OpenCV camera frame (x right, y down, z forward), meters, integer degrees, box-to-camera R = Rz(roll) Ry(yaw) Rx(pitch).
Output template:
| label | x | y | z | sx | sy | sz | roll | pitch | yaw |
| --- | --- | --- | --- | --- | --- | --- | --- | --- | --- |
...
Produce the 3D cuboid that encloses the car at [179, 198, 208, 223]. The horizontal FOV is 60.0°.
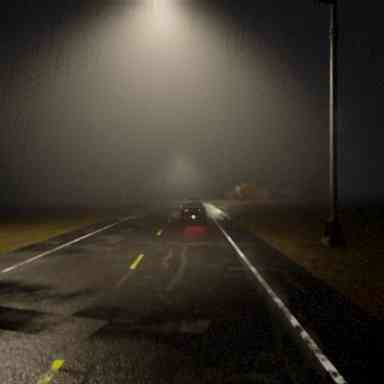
| label | x | y | z | sx | sy | sz | roll | pitch | yaw |
| --- | --- | --- | --- | --- | --- | --- | --- | --- | --- |
| car | 0.100 | 1.422 | 24.836 | 1.837 | 1.490 | 4.892 | 0 | 0 | 0 |
